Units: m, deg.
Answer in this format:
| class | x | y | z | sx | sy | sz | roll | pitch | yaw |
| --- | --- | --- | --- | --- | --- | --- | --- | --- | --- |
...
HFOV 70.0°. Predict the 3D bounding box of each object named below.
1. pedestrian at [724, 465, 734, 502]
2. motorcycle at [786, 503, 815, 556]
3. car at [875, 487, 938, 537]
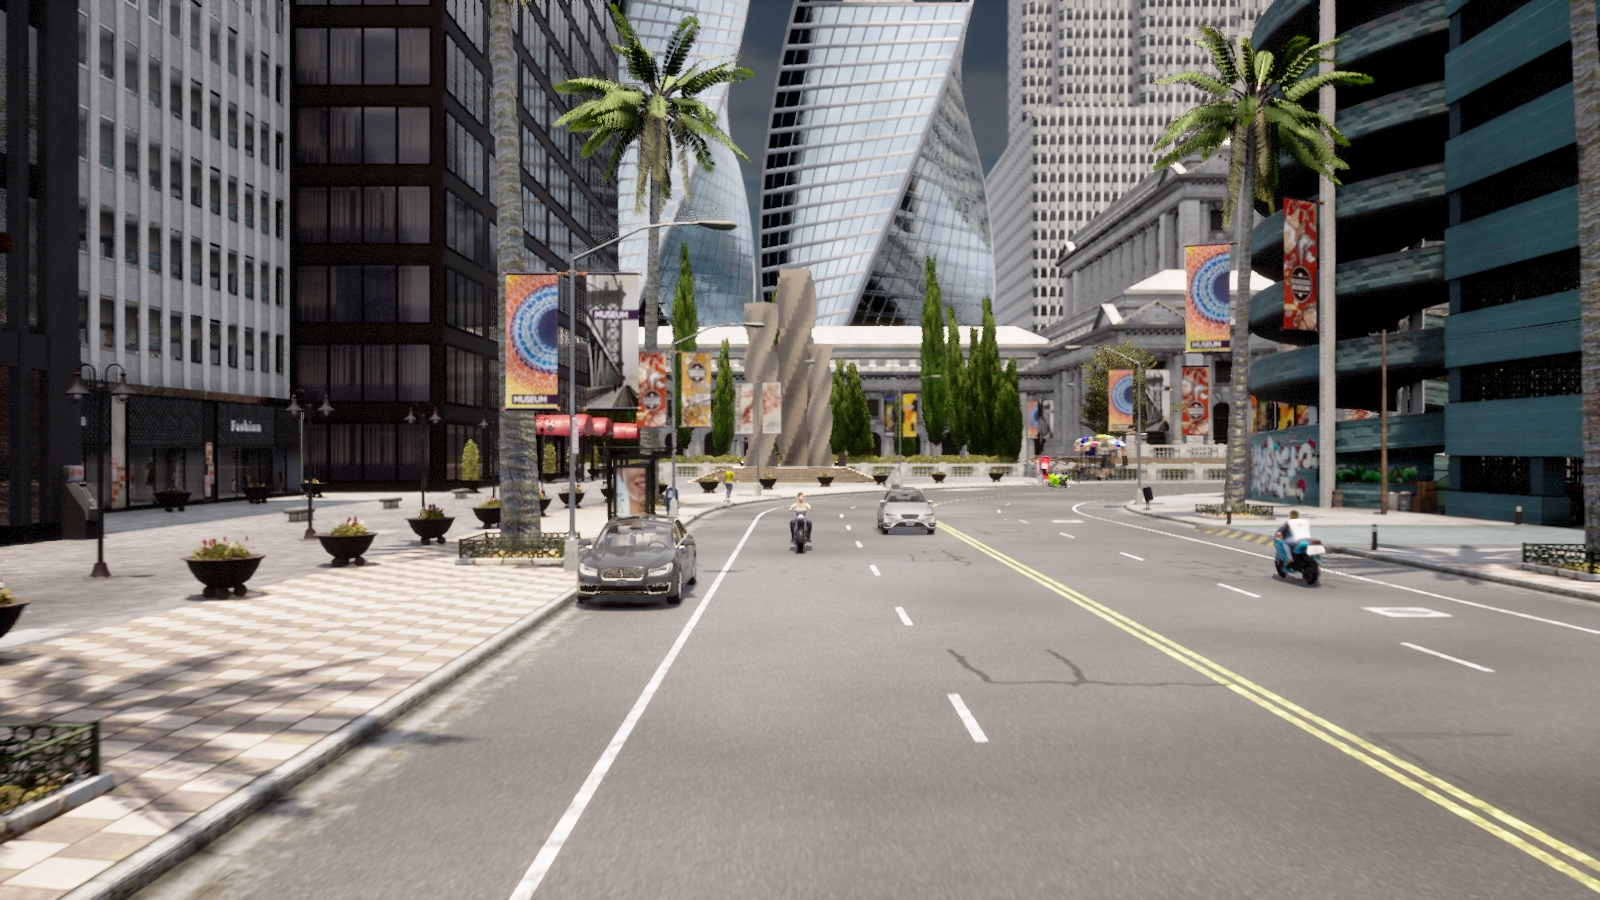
| class | x | y | z | sx | sy | sz | roll | pitch | yaw |
| --- | --- | --- | --- | --- | --- | --- | --- | --- | --- |
| pedestrian | -3.587 | 1.696 | 57.444 | 0.375 | 1.860 | 0.375 | 0 | 0 | 21 |
| motorcycle | 0.024 | 2.170 | 31.537 | 0.764 | 1.277 | 2.356 | 0 | 0 | 0 |
| car | 3.566 | 2.065 | 38.882 | 1.816 | 1.474 | 4.193 | 0 | 0 | 1 |
